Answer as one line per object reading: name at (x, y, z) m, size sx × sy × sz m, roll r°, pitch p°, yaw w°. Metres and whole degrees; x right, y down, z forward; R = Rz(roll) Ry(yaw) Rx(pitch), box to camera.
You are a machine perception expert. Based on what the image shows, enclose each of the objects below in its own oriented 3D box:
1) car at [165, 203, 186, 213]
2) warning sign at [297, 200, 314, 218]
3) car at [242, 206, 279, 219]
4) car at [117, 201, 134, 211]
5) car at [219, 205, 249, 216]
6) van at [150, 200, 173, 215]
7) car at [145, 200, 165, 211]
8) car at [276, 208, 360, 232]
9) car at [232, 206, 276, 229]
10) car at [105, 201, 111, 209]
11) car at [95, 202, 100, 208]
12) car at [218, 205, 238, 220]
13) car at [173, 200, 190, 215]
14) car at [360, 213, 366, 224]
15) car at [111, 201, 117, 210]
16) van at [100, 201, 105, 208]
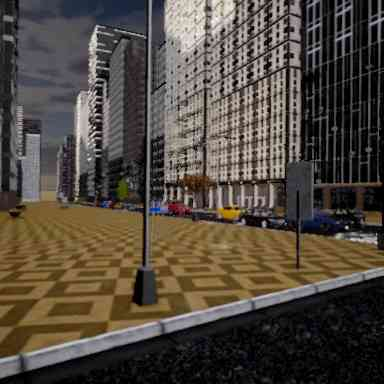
car at (-2.824, 2.620, 55.574) m, size 1.837 × 1.490 × 4.892 m, roll 1°, pitch -2°, yaw -26°
warning sign at (12.218, 1.830, 35.894) m, size 1.300 × 1.860 × 1.060 m, roll 2°, pitch -1°, yaw -26°
car at (7.973, 2.338, 39.143) m, size 1.947 × 1.339 × 4.313 m, roll 0°, pitch -1°, yaw -26°
car at (-11.802, 2.756, 60.823) m, size 2.008 × 1.369 × 4.403 m, roll 0°, pitch -1°, yaw -26°
car at (5.527, 2.446, 44.207) m, size 1.947 × 1.339 × 4.313 m, roll 0°, pitch -1°, yaw -26°
van at (-4.467, 2.212, 45.634) m, size 1.690 × 1.788 × 3.998 m, roll 0°, pitch -1°, yaw -26°
car at (-7.358, 2.545, 64.966) m, size 2.150 × 2.045 × 5.566 m, roll 1°, pitch -2°, yaw -26°
car at (8.882, 1.970, 24.006) m, size 2.033 × 1.411 × 5.357 m, roll 1°, pitch -1°, yaw -27°
car at (5.318, 1.989, 25.371) m, size 2.008 × 1.369 × 4.403 m, roll 0°, pitch -1°, yaw -26°
car at (-16.693, 2.977, 70.953) m, size 1.887 × 1.381 × 4.507 m, roll 0°, pitch -1°, yaw -26°
car at (-24.030, 3.323, 86.145) m, size 1.887 × 1.381 × 4.507 m, roll 0°, pitch -1°, yaw -26°
car at (4.403, 2.096, 33.252) m, size 1.882 × 1.535 × 5.008 m, roll 1°, pitch -2°, yaw -26°
car at (-2.278, 2.138, 47.143) m, size 2.150 × 2.045 × 5.566 m, roll 1°, pitch -2°, yaw -25°
car at (12.864, 2.108, 29.014) m, size 2.008 × 1.369 × 4.403 m, roll 0°, pitch -1°, yaw -26°
car at (-14.174, 2.840, 65.736) m, size 1.752 × 1.417 × 4.829 m, roll 0°, pitch -1°, yaw -26°
van at (-19.141, 2.889, 76.020) m, size 1.690 × 1.788 × 3.998 m, roll 0°, pitch -1°, yaw -26°
